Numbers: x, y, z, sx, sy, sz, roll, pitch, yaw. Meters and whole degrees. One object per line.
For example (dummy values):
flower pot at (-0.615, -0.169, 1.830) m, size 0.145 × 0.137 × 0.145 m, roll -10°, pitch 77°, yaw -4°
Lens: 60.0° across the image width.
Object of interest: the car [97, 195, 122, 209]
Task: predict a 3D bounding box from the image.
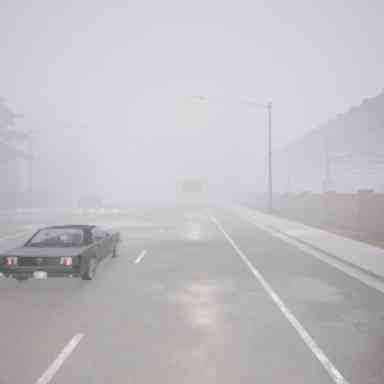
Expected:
car at (-10.560, 1.413, 43.680) m, size 1.812 × 1.442 × 4.674 m, roll 0°, pitch 0°, yaw 0°

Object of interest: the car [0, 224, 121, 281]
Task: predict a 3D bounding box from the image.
car at (-3.397, 1.576, 9.682) m, size 1.895 × 1.301 × 4.718 m, roll 0°, pitch 0°, yaw 0°

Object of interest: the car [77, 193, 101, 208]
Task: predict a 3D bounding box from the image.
car at (-14.057, 1.101, 46.128) m, size 2.150 × 2.045 × 5.566 m, roll 0°, pitch 0°, yaw 1°

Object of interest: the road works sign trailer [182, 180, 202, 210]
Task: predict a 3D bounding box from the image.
road works sign trailer at (0.002, 0.359, 41.196) m, size 2.380 × 3.560 × 2.880 m, roll 0°, pitch 0°, yaw 0°
